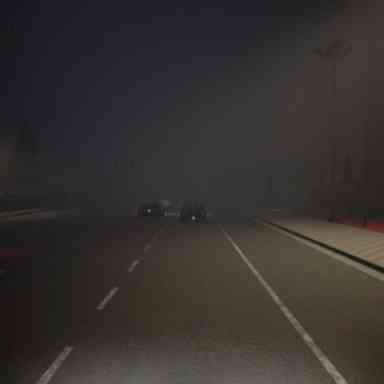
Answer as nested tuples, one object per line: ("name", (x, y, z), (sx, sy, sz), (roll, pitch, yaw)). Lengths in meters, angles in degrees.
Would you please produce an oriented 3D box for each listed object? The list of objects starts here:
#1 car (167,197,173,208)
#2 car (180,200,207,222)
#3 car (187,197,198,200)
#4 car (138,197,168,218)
("car", (-3.438, 1.333, 43.054), (1.812, 1.442, 4.674), (0, 0, 0))
("car", (0.098, 1.488, 25.107), (1.895, 1.301, 4.718), (0, 0, 0))
("car", (0.064, 1.362, 41.384), (2.033, 1.411, 5.357), (0, 0, 0))
("car", (-3.403, 1.437, 28.423), (1.994, 1.385, 4.181), (0, 0, 0))
